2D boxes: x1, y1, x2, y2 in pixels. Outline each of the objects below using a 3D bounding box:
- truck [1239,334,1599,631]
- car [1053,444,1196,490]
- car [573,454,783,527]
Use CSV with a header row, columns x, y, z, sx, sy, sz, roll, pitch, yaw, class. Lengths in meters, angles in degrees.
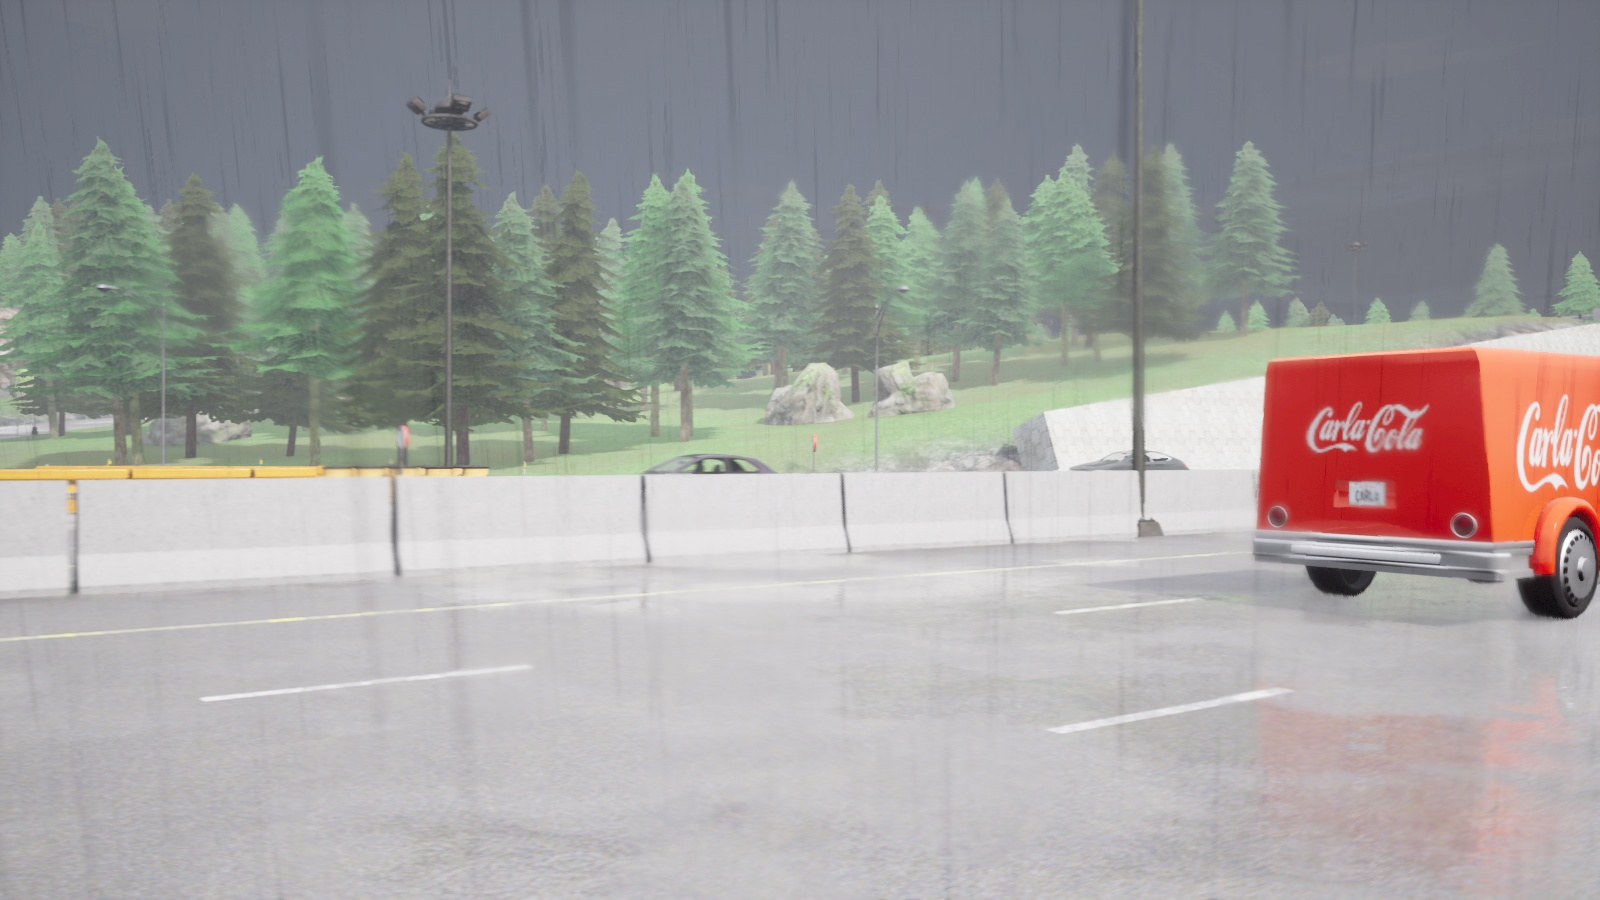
x,y,z,sx,sy,sz,roll,pitch,yaw,class
7.290,0.275,12.999,5.204,2.467,2.627,0,0,-35,truck
12.228,0.613,47.295,5.027,1.651,2.152,0,0,-26,car
-2.626,0.831,27.417,4.193,1.474,1.816,0,0,-35,car
